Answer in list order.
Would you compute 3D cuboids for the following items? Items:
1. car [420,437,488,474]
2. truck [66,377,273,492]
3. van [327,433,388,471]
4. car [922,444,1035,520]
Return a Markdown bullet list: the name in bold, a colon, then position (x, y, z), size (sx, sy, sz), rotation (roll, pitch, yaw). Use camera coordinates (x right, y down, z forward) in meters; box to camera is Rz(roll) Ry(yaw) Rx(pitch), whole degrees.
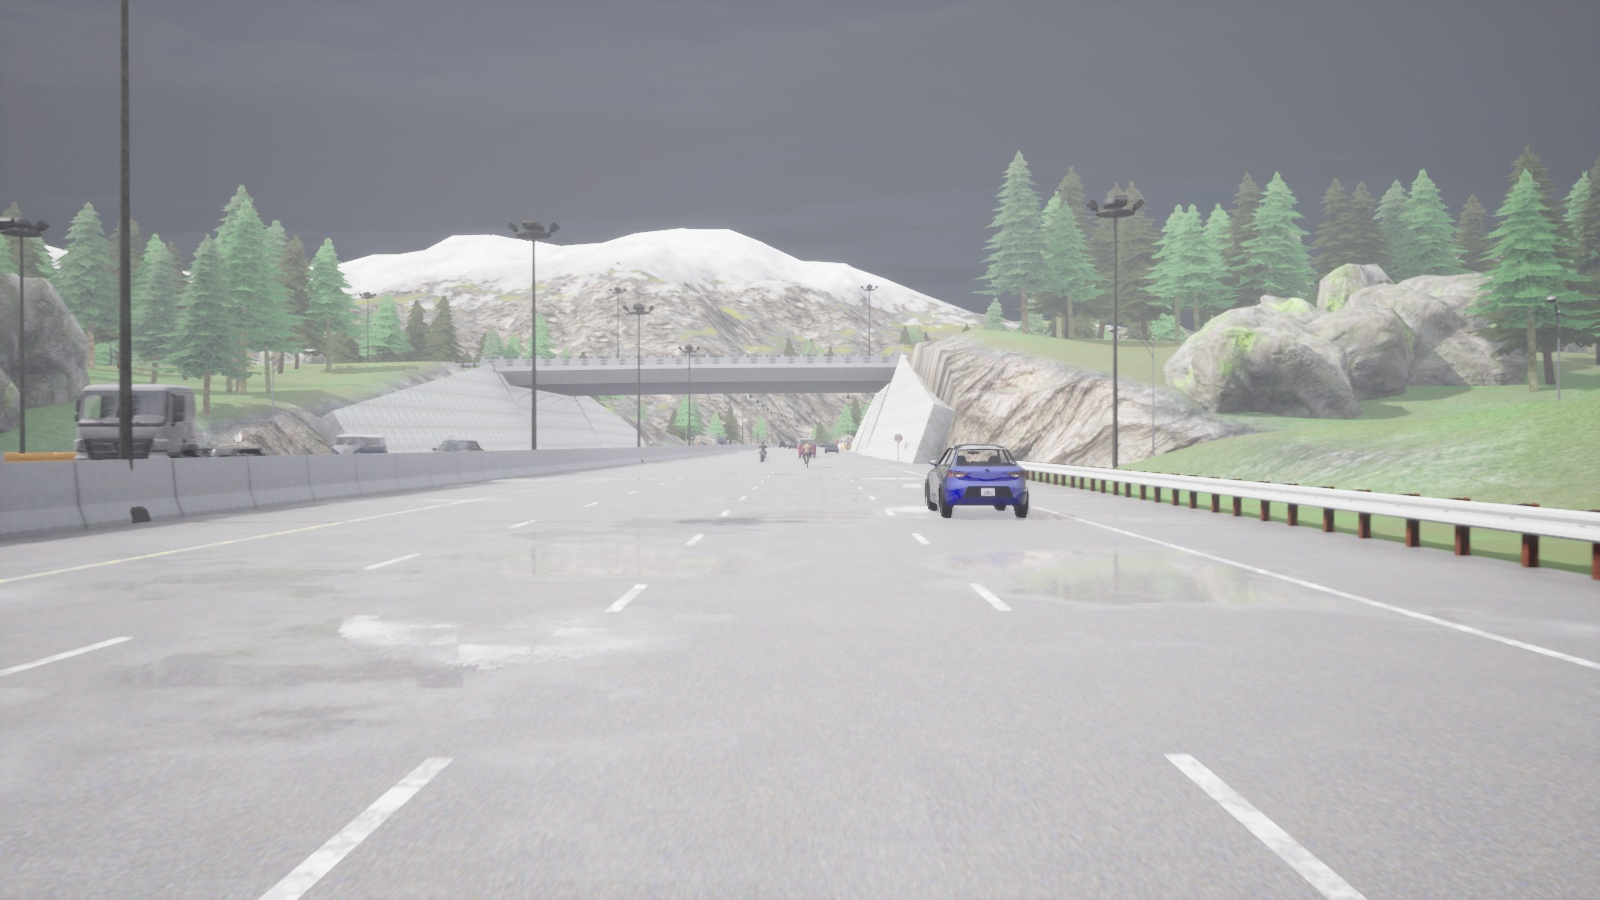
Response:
- **car**: position (-17.131, 0.239, 62.314), size (2.097, 1.767, 4.553), rotation (0, 0, 0)
- **truck**: position (-20.746, -0.489, 41.976), size (2.891, 3.462, 7.936), rotation (0, 0, 0)
- **van**: position (-24.095, 0.094, 68.533), size (1.775, 1.987, 4.442), rotation (0, 0, 0)
- **car**: position (3.666, 0.614, 26.464), size (1.816, 1.474, 4.193), rotation (0, 0, 0)
